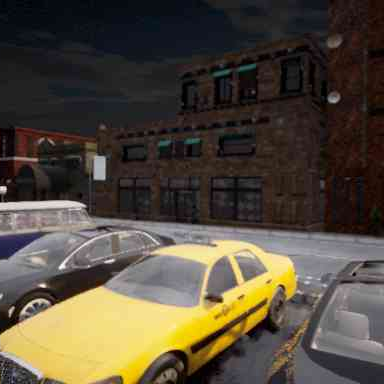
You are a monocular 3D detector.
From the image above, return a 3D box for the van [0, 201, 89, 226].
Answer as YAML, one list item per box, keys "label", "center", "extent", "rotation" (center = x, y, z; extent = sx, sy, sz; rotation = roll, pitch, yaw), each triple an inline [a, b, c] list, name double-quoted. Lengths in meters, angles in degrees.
- label: "van"
  center: [-4.412, 1.244, 8.429]
  extent: [1.878, 1.987, 4.442]
  rotation: [0, 0, 35]

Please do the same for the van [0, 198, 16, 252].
- label: "van"
  center: [-8.845, 1.236, 11.585]
  extent: [1.878, 1.987, 4.442]
  rotation: [0, 0, 35]

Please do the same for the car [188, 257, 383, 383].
- label: "car"
  center: [2.318, 1.481, 3.486]
  extent: [2.231, 1.521, 4.892]
  rotation: [0, 0, 35]

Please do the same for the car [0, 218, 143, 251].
- label: "car"
  center: [-2.209, 1.474, 6.724]
  extent: [2.231, 1.521, 4.892]
  rotation: [0, 0, 35]

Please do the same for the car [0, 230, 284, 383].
- label: "car"
  center: [-0.053, 1.474, 4.954]
  extent: [1.946, 1.575, 5.366]
  rotation: [0, 0, 35]
